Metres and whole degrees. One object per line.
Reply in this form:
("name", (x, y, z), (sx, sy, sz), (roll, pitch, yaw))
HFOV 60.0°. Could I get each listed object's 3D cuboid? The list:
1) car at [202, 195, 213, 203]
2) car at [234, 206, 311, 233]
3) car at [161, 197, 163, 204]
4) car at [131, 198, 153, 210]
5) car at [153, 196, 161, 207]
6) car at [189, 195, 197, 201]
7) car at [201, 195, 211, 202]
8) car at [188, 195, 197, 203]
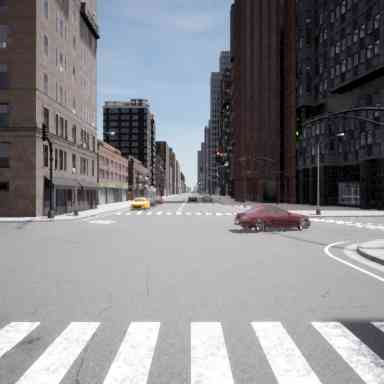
("car", (3.379, 1.532, 70.964), (2.128, 1.511, 4.902), (0, 0, 0))
("car", (4.734, 1.553, 19.658), (4.674, 1.442, 1.812), (1, -1, -20))
("car", (-6.450, 1.488, 61.867), (1.882, 1.535, 5.008), (0, 0, 0))
("car", (-6.521, 1.486, 42.196), (1.882, 1.535, 5.008), (0, 0, 0))
("car", (-6.490, 1.574, 51.446), (1.994, 1.385, 4.181), (0, 0, 1))
("car", (0.148, 1.452, 81.389), (1.882, 1.535, 5.008), (0, 0, 0))
("car", (3.398, 1.500, 81.384), (2.128, 1.511, 4.902), (0, 0, 0))
("car", (0.129, 1.485, 70.970), (1.882, 1.535, 5.008), (0, 0, 0))
